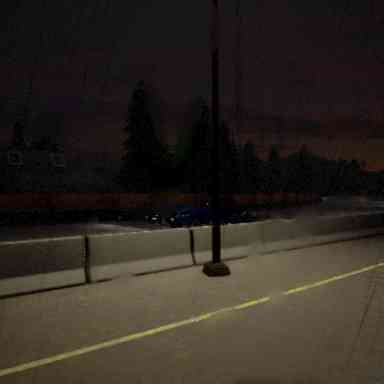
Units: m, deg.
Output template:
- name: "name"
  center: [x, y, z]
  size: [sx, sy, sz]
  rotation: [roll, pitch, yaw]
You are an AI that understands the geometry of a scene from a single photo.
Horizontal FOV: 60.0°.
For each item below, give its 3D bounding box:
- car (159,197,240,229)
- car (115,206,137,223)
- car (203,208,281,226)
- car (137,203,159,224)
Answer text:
- name: "car"
  center: [0.894, 1.338, 22.281]
  size: [5.566, 2.045, 2.150]
  rotation: [0, -1, -40]
- name: "car"
  center: [-3.603, 1.626, 27.642]
  size: [5.357, 1.411, 2.033]
  rotation: [0, -1, -40]
- name: "car"
  center: [3.157, 1.822, 19.604]
  size: [4.718, 1.301, 1.895]
  rotation: [0, -1, -40]
- name: "car"
  center: [-1.343, 1.548, 24.971]
  size: [4.892, 1.490, 1.837]
  rotation: [0, -1, -40]
